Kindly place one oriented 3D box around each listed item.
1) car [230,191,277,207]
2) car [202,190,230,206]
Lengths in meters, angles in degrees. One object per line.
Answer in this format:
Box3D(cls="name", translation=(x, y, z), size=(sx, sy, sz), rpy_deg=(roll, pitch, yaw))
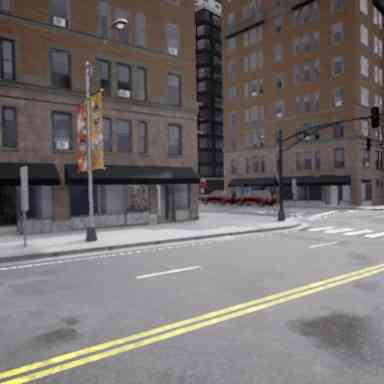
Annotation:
Box3D(cls="car", translation=(7.327, 0.757, 38.128), size=(2.192, 1.841, 5.009), rpy_deg=(-1, 1, -44))
Box3D(cls="car", translation=(3.496, 0.724, 42.084), size=(2.192, 1.841, 5.009), rpy_deg=(-1, 1, -44))
